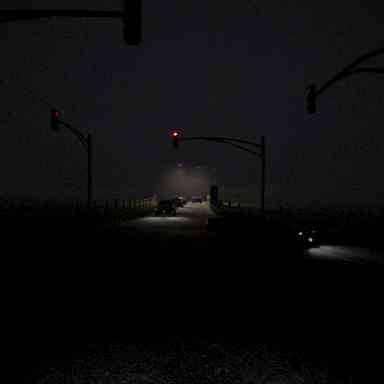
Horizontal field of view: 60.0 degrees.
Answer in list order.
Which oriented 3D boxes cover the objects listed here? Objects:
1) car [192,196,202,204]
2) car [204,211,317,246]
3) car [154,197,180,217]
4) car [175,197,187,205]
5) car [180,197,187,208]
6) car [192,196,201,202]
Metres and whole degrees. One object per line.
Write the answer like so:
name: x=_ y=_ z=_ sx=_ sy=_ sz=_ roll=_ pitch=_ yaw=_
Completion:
car: x=1.030 y=1.495 z=65.895 sx=1.882 sy=1.535 sz=5.008 roll=0 pitch=0 yaw=1
car: x=3.112 y=1.635 z=16.108 sx=5.357 sy=1.411 sz=2.033 roll=1 pitch=0 yaw=41
car: x=-2.451 y=1.510 z=31.942 sx=1.837 sy=1.490 sz=4.892 roll=0 pitch=0 yaw=1
car: x=-1.998 y=1.579 z=59.514 sx=1.994 sy=1.385 sz=4.181 roll=0 pitch=0 yaw=1
car: x=-2.193 y=1.559 z=48.178 sx=2.033 sy=1.411 sz=5.357 roll=0 pitch=0 yaw=1
car: x=1.092 y=1.617 z=75.929 sx=1.895 sy=1.301 sz=4.718 roll=0 pitch=0 yaw=1
